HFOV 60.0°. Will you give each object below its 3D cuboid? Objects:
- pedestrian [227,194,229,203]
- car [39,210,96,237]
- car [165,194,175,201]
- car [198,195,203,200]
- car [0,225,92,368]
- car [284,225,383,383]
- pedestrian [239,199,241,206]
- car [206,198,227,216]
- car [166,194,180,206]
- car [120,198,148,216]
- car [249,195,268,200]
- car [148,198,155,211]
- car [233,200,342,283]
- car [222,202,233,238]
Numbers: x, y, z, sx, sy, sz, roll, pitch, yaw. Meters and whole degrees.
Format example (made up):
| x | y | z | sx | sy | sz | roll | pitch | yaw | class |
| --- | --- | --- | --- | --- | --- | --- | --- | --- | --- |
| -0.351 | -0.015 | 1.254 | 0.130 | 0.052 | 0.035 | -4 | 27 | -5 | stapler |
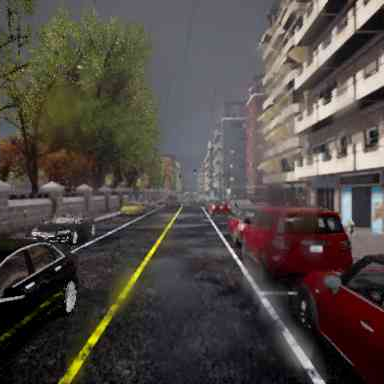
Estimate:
| x | y | z | sx | sy | sz | roll | pitch | yaw | class |
| --- | --- | --- | --- | --- | --- | --- | --- | --- | --- |
| 6.124 | 1.149 | 56.734 | 0.375 | 1.860 | 0.375 | 0 | 0 | 0 | pedestrian |
| -5.693 | 1.545 | 15.194 | 2.008 | 1.369 | 4.403 | 0 | 0 | 0 | car |
| -5.711 | 1.342 | 86.912 | 2.192 | 1.841 | 5.009 | 0 | 0 | 0 | car |
| 2.669 | 1.560 | 92.619 | 1.752 | 1.417 | 4.829 | 0 | 0 | 0 | car |
| -3.101 | 1.503 | 4.648 | 1.837 | 1.490 | 4.892 | 0 | 0 | 0 | car |
| 2.689 | 1.439 | 3.935 | 1.967 | 1.590 | 4.097 | 0 | 0 | 0 | car |
| 8.125 | 1.656 | 56.136 | 0.375 | 1.300 | 0.375 | 0 | 0 | 0 | pedestrian |
| 2.683 | 1.433 | 32.087 | 1.967 | 1.590 | 4.097 | 0 | 0 | 0 | car |
| -3.011 | 1.354 | 54.054 | 2.097 | 1.767 | 4.553 | 0 | 0 | 0 | car |
| -5.697 | 1.517 | 31.915 | 1.752 | 1.417 | 4.829 | 0 | 0 | 0 | car |
| 14.601 | 1.602 | 70.343 | 5.009 | 1.841 | 2.192 | 1 | -1 | 0 | car |
| -5.698 | 1.544 | 37.715 | 2.008 | 1.369 | 4.403 | 0 | 0 | 0 | car |
| 2.687 | 1.312 | 9.565 | 2.192 | 1.841 | 5.009 | 0 | 0 | 0 | car |
| 2.687 | 1.435 | 15.197 | 1.967 | 1.590 | 4.097 | 0 | 0 | 0 | car |
